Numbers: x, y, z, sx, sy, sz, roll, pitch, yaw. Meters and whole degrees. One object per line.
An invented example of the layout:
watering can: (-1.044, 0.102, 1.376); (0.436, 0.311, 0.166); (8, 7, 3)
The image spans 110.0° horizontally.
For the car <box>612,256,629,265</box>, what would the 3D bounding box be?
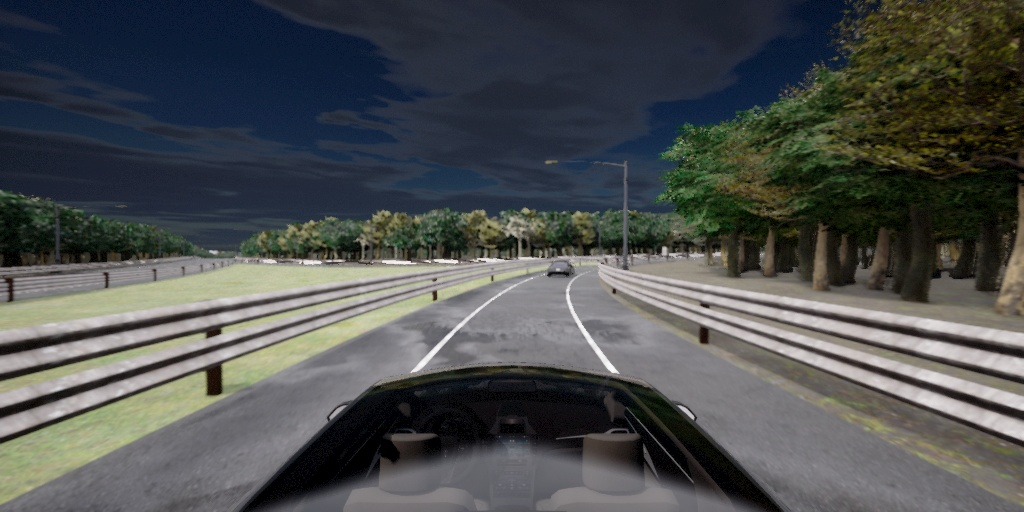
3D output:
car: (18.820, 0.688, 61.876); (2.128, 1.511, 4.902); (0, 1, 36)

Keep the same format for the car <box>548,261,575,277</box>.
car: (4.514, 1.106, 32.524); (1.994, 1.385, 4.181); (0, 1, 17)
